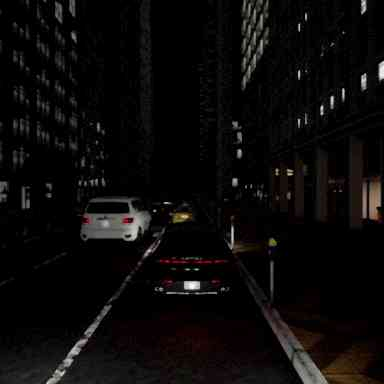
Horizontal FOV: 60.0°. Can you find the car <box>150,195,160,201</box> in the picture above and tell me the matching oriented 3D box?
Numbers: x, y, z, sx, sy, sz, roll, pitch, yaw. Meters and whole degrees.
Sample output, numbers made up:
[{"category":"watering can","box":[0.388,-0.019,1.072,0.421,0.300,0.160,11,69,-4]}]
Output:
[{"category":"car","box":[-8.836,1.483,79.997,1.802,1.307,4.206,0,0,0]}]

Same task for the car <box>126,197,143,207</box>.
[{"category":"car","box":[-8.837,1.522,51.504,1.947,1.339,4.313,0,0,0]}]

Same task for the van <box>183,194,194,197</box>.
[{"category":"van","box":[-0.457,1.307,45.805,1.690,1.788,3.998,0,0,0]}]

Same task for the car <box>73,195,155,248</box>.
[{"category":"car","box":[-3.145,1.213,14.818,2.150,2.045,5.566,0,0,0]}]

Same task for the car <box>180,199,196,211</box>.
[{"category":"car","box":[-0.456,1.557,40.107,1.802,1.307,4.206,0,0,0]}]

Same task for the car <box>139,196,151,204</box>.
[{"category":"car","box":[-8.837,1.517,62.901,1.802,1.307,4.206,0,0,0]}]

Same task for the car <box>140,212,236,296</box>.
[{"category":"car","box":[0.000,1.502,8.650,1.837,1.490,4.892,0,0,0]}]

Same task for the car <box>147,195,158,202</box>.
[{"category":"car","box":[-8.837,1.458,74.298,1.887,1.381,4.507,0,0,0]}]

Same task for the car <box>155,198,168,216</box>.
[{"category":"car","box":[-3.141,1.551,30.109,1.994,1.385,4.181,0,0,0]}]

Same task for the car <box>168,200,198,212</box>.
[{"category":"car","box":[-0.457,1.518,23.179,1.752,1.417,4.829,0,0,0]}]

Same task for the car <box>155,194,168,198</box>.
[{"category":"car","box":[-6.145,1.444,71.973,2.128,1.511,4.902,0,0,0]}]

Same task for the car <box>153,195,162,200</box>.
[{"category":"car","box":[-8.836,1.438,85.694,2.008,1.369,4.403,0,0,0]}]

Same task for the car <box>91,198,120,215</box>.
[{"category":"car","box":[-8.838,1.422,34.411,1.967,1.590,4.097,0,0,0]}]

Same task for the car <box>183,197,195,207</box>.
[{"category":"car","box":[-0.456,1.501,51.503,1.887,1.381,4.507,0,0,0]}]

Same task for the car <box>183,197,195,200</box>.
[{"category":"car","box":[-0.457,1.533,34.409,2.008,1.369,4.403,0,0,0]}]

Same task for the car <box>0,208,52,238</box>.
[{"category":"car","box":[-8.838,1.546,17.314,2.008,1.369,4.403,0,0,0]}]

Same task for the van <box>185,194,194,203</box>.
[{"category":"van","box":[-0.456,1.266,68.597,1.690,1.788,3.998,0,0,0]}]
